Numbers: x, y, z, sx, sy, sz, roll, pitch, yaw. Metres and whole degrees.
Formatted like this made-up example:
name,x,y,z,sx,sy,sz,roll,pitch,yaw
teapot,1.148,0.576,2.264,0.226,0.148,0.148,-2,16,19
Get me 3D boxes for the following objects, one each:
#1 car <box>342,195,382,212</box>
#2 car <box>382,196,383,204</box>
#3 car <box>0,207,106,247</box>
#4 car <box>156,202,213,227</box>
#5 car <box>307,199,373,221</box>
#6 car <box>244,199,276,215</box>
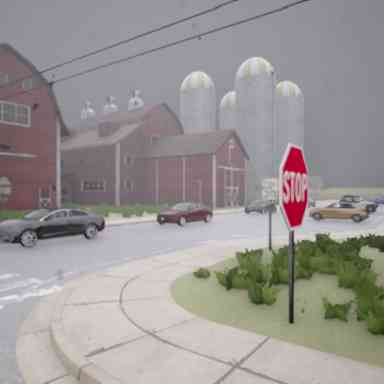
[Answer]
name,x,y,z,sx,sy,sz,roll,pitch,yaw
car,18.374,1.293,36.746,3.866,1.878,1.905,0,0,35
car,32.229,1.459,56.595,4.611,1.667,2.242,0,0,35
car,-6.210,1.450,14.908,2.128,1.511,4.902,0,0,39
car,-0.411,1.436,23.030,1.882,1.535,5.008,0,0,35
car,11.122,1.488,25.366,4.193,1.474,1.816,0,0,35
car,6.999,1.462,33.762,1.837,1.490,4.892,0,0,35
